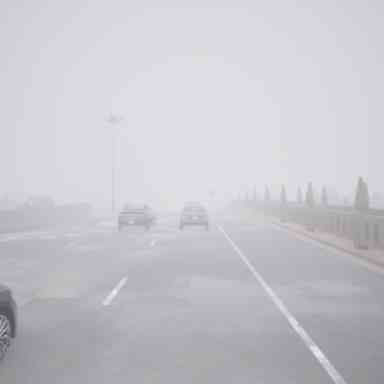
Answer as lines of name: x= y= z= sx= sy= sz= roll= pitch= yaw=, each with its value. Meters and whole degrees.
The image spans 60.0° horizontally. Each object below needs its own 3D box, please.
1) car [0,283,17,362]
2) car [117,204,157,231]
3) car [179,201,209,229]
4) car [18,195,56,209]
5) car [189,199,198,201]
car: x=-3.377 y=1.491 z=2.766 sx=2.128 sy=1.511 sz=4.902 roll=0 pitch=0 yaw=0
car: x=-3.362 y=1.501 z=20.917 sx=2.128 sy=1.511 sz=4.902 roll=0 pitch=0 yaw=0
car: x=0.139 y=1.560 z=21.830 sx=2.033 sy=1.411 sz=5.357 roll=0 pitch=0 yaw=0
car: x=-17.430 y=1.346 z=37.809 sx=2.150 sy=2.045 sz=5.566 roll=0 pitch=-1 yaw=0
car: x=0.179 y=1.685 z=42.668 sx=1.812 sy=1.442 sz=4.674 roll=0 pitch=-2 yaw=0
